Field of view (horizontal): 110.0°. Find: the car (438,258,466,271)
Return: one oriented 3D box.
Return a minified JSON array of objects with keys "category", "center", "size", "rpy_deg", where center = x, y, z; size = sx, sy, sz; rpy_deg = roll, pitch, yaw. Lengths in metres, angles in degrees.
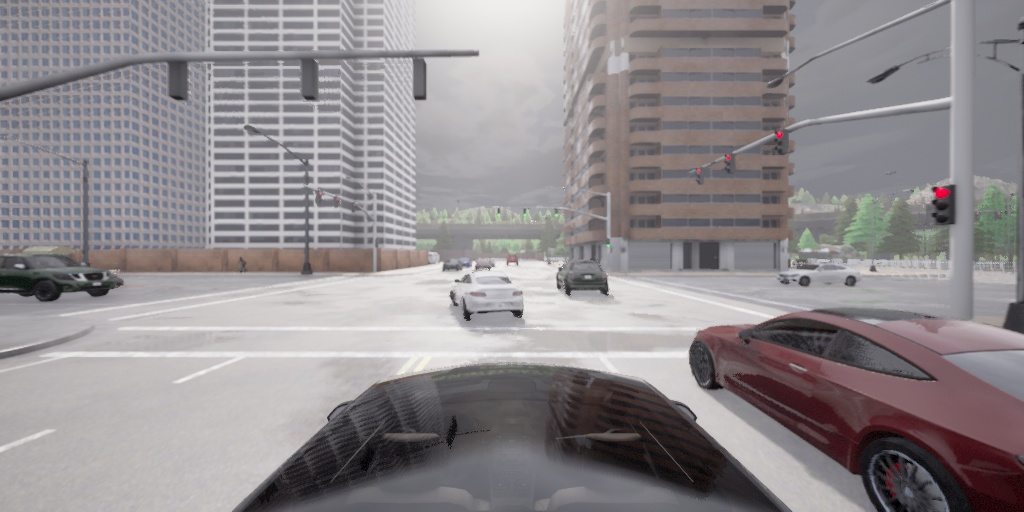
[{"category":"car","center":[-7.099,1.016,43.109],"size":[1.882,1.535,5.008],"rpy_deg":[0,0,0]}]

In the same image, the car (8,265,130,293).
[{"category":"car","center":[-23.965,1.224,19.542],"size":[4.181,1.385,1.994],"rpy_deg":[0,0,0]}]

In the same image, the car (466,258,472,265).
[{"category":"car","center":[-7.072,0.965,53.130],"size":[1.882,1.535,5.008],"rpy_deg":[0,0,1]}]

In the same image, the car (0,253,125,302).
[{"category":"car","center":[-21.284,0.900,16.023],"size":[5.566,2.045,2.150],"rpy_deg":[0,0,0]}]

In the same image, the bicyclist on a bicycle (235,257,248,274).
[{"category":"bicyclist on a bicycle","center":[-25.646,0.887,34.030],"size":[0.582,1.620,1.656],"rpy_deg":[0,1,0]}]

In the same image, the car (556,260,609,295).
[{"category":"car","center":[3.597,1.013,19.094],"size":[2.097,1.767,4.553],"rpy_deg":[0,0,0]}]

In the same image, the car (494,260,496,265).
[{"category":"car","center":[-3.560,1.078,55.105],"size":[1.895,1.301,4.718],"rpy_deg":[0,0,0]}]

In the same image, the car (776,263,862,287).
[{"category":"car","center":[19.630,1.166,22.994],"size":[4.674,1.442,1.812],"rpy_deg":[0,0,0]}]

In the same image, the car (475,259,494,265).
[{"category":"car","center":[-3.597,1.054,45.124],"size":[1.812,1.442,4.674],"rpy_deg":[0,0,0]}]

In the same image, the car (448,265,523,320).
[{"category":"car","center":[-0.958,1.221,12.422],"size":[1.812,1.442,4.674],"rpy_deg":[0,0,-16]}]

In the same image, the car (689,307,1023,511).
[{"category":"car","center":[3.670,1.265,3.761],"size":[1.812,1.442,4.674],"rpy_deg":[0,0,1]}]
